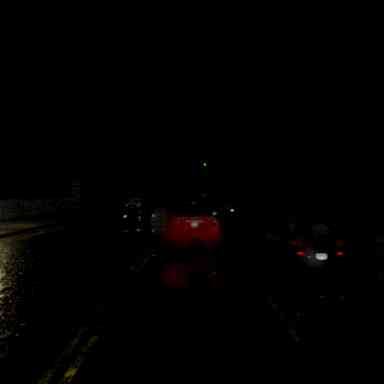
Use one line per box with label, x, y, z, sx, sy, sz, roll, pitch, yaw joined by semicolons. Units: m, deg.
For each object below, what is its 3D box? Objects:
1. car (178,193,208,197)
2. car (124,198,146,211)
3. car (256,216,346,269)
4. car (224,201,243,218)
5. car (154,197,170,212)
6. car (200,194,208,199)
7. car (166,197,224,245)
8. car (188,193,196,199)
car;0.107;1.140;31.758;2.150;2.045;5.566;0;0;0
car;-6.497;1.430;38.575;1.812;1.442;4.674;0;0;0
car;3.354;1.498;10.918;1.812;1.442;4.674;0;0;0
car;3.354;1.488;29.616;1.994;1.385;4.181;0;0;0
car;-3.251;1.412;38.200;1.837;1.490;4.892;0;0;0
car;3.258;1.178;89.417;1.895;1.301;4.718;0;0;0
car;0.103;1.315;15.471;2.097;1.767;4.553;0;0;0
car;0.008;1.121;89.741;2.128;1.511;4.902;0;0;0
